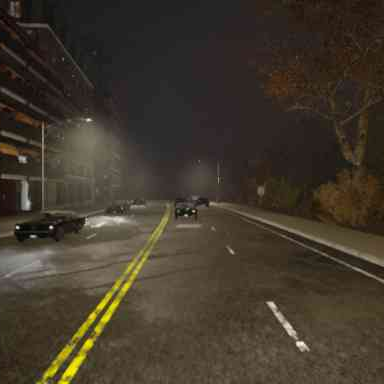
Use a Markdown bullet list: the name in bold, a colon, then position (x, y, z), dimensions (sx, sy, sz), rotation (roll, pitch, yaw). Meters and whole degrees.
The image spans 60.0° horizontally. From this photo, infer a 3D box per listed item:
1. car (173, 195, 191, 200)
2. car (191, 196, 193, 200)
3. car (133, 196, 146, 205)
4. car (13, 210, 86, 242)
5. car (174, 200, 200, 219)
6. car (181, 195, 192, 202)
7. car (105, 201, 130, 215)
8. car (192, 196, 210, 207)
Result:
- **car**: position (-1.653, 1.462, 47.836), dimensions (1.882, 1.535, 5.008), rotation (0, 0, -4)
- **car**: position (0.526, 1.465, 60.683), dimensions (2.128, 1.511, 4.902), rotation (0, 0, -5)
- **car**: position (-9.003, 1.478, 57.367), dimensions (2.128, 1.511, 4.902), rotation (0, 0, -5)
- **car**: position (-6.842, 1.603, 16.456), dimensions (1.895, 1.301, 4.718), rotation (0, 0, -2)
- **car**: position (-0.571, 1.596, 28.969), dimensions (1.895, 1.301, 4.718), rotation (0, 0, -2)
- **car**: position (-1.250, 1.481, 77.888), dimensions (2.128, 1.511, 4.902), rotation (0, 0, -7)
- **car**: position (-7.506, 1.599, 33.908), dimensions (1.895, 1.301, 4.718), rotation (0, 0, -3)
- **car**: position (1.482, 1.483, 49.467), dimensions (1.837, 1.490, 4.892), rotation (0, 0, -4)
